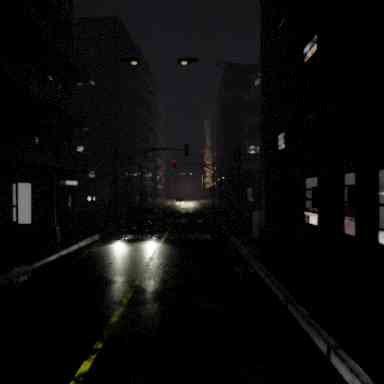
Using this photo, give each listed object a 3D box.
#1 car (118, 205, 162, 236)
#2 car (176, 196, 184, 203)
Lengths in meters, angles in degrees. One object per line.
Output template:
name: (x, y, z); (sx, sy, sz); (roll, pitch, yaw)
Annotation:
car: (-2.798, 1.501, 18.739); (1.882, 1.535, 5.008); (0, 0, 1)
car: (-2.735, 1.689, 76.380); (2.128, 1.511, 4.902); (0, 0, 0)
